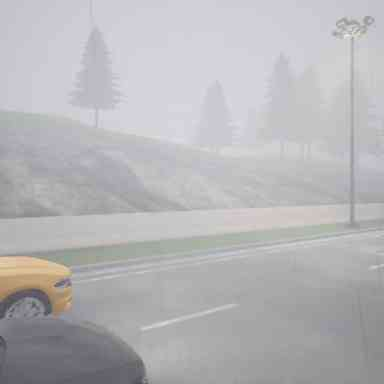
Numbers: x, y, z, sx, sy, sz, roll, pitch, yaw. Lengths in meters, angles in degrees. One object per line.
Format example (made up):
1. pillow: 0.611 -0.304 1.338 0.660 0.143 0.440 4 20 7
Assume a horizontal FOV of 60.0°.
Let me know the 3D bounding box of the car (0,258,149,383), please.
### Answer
1. car: -2.569 1.506 1.912 4.892 1.490 1.837 0 0 -36

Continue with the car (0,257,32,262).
1. car: -4.396 1.478 4.910 5.008 1.535 1.882 0 0 -35
